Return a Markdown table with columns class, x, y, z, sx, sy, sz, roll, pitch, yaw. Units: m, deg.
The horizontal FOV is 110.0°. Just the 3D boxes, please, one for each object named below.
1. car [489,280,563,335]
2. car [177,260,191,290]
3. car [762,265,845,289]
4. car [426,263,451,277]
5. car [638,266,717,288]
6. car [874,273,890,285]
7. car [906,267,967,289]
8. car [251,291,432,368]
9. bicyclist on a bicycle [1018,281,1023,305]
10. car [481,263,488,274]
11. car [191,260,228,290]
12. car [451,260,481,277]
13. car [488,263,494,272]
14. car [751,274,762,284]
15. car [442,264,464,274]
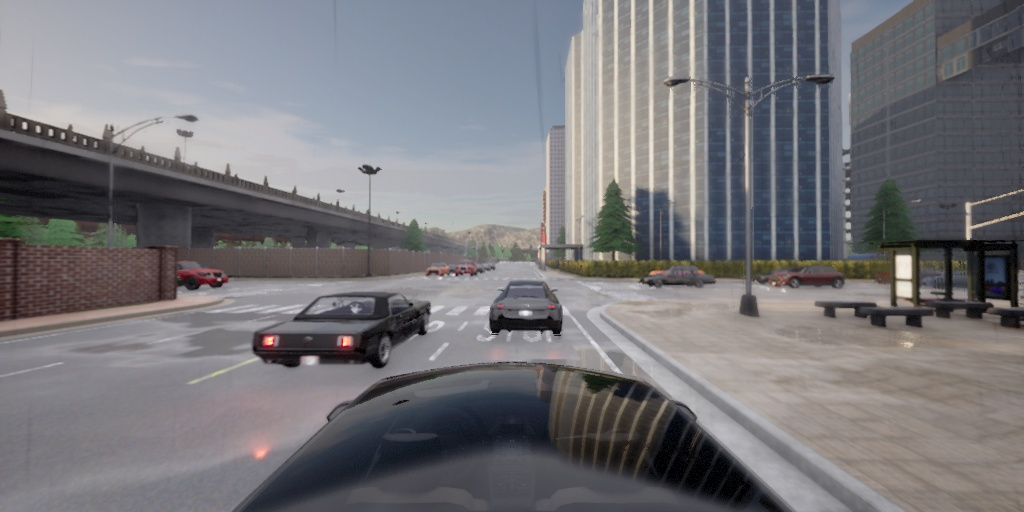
| class | x | y | z | sx | sy | sz | roll | pitch | yaw |
| --- | --- | --- | --- | --- | --- | --- | --- | --- | --- |
| car | 0.468 | 1.431 | 11.035 | 1.994 | 1.385 | 4.181 | 0 | -1 | 4 |
| car | -23.070 | 1.238 | 21.457 | 5.566 | 2.045 | 2.150 | 0 | -1 | 2 |
| car | 21.993 | 1.502 | 26.959 | 4.553 | 1.767 | 2.097 | 0 | -1 | 2 |
| car | -9.132 | 1.616 | 44.310 | 2.097 | 1.767 | 4.553 | 0 | -1 | 3 |
| car | 12.520 | 1.688 | 27.318 | 5.357 | 1.411 | 2.033 | 0 | -1 | 2 |
| car | 33.422 | 1.682 | 30.004 | 5.008 | 1.535 | 1.882 | 0 | -1 | 3 |
| car | 31.854 | 1.724 | 26.567 | 4.181 | 1.385 | 1.994 | 0 | -1 | 2 |
| car | -3.192 | 1.424 | 7.993 | 1.895 | 1.301 | 4.718 | 0 | -1 | 1 |
| bicyclist on a bicycle | 22.000 | 1.303 | 14.973 | 0.582 | 1.620 | 1.656 | 0 | -1 | 2 |
| car | -5.233 | 1.872 | 54.385 | 1.882 | 1.535 | 5.008 | 0 | -1 | 2 |
| car | -23.058 | 1.281 | 24.965 | 5.566 | 2.045 | 2.150 | 0 | -1 | 2 |
| car | -5.599 | 1.492 | 44.395 | 2.150 | 2.045 | 5.566 | 0 | -1 | 2 |
| car | -4.858 | 2.036 | 63.698 | 1.812 | 1.442 | 4.674 | 0 | -1 | 3 |
| car | 23.402 | 1.743 | 30.405 | 5.357 | 1.411 | 2.033 | 0 | -1 | 2 |
| car | -8.747 | 1.929 | 53.767 | 2.033 | 1.411 | 5.357 | 0 | -1 | 3 |
